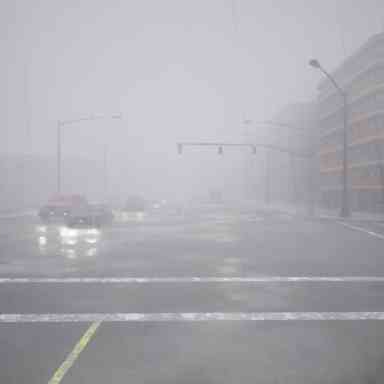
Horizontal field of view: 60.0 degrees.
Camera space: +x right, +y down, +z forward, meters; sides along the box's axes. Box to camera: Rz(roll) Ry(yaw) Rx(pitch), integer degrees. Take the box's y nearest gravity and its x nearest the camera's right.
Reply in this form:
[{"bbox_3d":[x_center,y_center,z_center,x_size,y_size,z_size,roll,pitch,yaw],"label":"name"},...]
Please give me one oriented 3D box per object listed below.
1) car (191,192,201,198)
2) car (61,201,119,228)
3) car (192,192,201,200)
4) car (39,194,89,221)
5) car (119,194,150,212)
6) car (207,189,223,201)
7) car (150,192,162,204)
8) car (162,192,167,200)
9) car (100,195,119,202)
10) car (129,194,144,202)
[{"bbox_3d":[0.883,0.649,75.841,2.033,1.411,5.357,0,1,0],"label":"car"},{"bbox_3d":[-6.508,1.521,21.715,1.994,1.385,4.181,0,0,2],"label":"car"},{"bbox_3d":[0.854,0.959,65.865,1.895,1.301,4.718,0,1,0],"label":"car"},{"bbox_3d":[-9.977,1.167,26.642,2.150,2.045,5.566,0,0,3],"label":"car"},{"bbox_3d":[-6.329,1.196,36.921,2.097,1.767,4.553,0,1,0],"label":"car"},{"bbox_3d":[4.443,0.648,61.832,2.150,2.045,5.566,0,1,0],"label":"car"},{"bbox_3d":[-6.277,1.114,52.786,1.812,1.442,4.674,0,1,0],"label":"car"},{"bbox_3d":[-6.143,0.815,67.979,2.128,1.511,4.902,0,2,0],"label":"car"},{"bbox_3d":[-9.820,1.157,40.001,2.097,1.767,4.553,0,1,0],"label":"car"},{"bbox_3d":[-9.740,1.044,58.974,1.994,1.385,4.181,0,1,0],"label":"car"}]
